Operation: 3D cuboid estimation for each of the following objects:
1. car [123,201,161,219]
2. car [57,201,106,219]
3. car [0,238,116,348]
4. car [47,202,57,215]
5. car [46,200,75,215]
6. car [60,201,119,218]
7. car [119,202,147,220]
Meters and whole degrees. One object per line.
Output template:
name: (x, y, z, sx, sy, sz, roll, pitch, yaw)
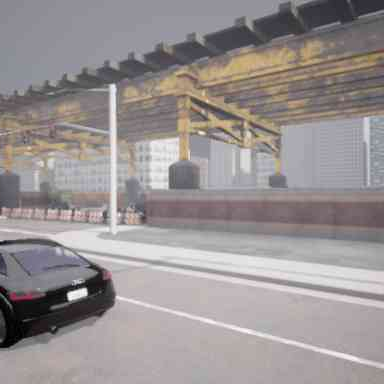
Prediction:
car: (-4.217, 1.417, 27.466, 1.853, 1.218, 4.536, 0, 0, -26)
car: (-9.021, 1.609, 29.893, 4.974, 1.542, 2.038, 0, 0, -1)
car: (-3.435, 1.603, 6.422, 4.181, 1.385, 1.994, -1, 0, 36)
car: (-12.778, 1.638, 32.561, 2.038, 1.542, 4.974, 0, 0, -11)
car: (-12.789, 1.481, 32.612, 1.853, 1.218, 4.536, 0, 0, -11)
car: (-8.970, 1.451, 29.895, 4.536, 1.218, 1.853, 0, 0, -1)
car: (-4.194, 1.575, 27.419, 2.038, 1.542, 4.974, 0, 0, -26)
